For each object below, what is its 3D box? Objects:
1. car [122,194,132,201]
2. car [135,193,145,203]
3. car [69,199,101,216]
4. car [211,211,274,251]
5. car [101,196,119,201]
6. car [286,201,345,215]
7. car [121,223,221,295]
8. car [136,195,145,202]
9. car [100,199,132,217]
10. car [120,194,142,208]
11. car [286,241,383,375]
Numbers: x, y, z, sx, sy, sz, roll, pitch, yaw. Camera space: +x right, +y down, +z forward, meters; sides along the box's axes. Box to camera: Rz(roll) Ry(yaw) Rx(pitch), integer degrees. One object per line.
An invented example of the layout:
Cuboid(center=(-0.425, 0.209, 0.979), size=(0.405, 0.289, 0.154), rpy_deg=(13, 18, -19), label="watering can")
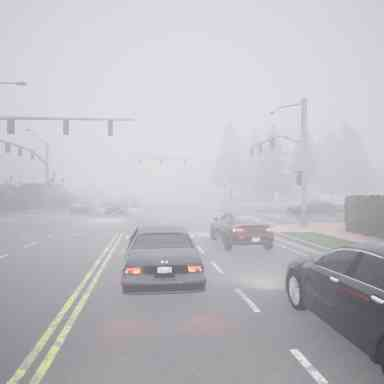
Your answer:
Cuboid(center=(-15.747, 1.341, 80.413), size=(2.097, 1.767, 4.553), rpy_deg=(0, 0, -6), label="car")
Cuboid(center=(-10.621, 1.526, 65.449), size=(1.812, 1.442, 4.674), rpy_deg=(0, 0, -6), label="car")
Cuboid(center=(-10.820, 1.477, 33.281), size=(1.882, 1.535, 5.008), rpy_deg=(0, 0, -5), label="car")
Cuboid(center=(2.005, 1.526, 14.158), size=(1.812, 1.442, 4.674), rpy_deg=(0, 0, -7), label="car")
Cuboid(center=(-12.438, 1.563, 49.270), size=(1.994, 1.385, 4.181), rpy_deg=(0, 0, -6), label="car")
Cuboid(center=(12.062, 1.547, 32.511), size=(5.357, 1.411, 2.033), rpy_deg=(0, 0, -5), label="car")
Cuboid(center=(-0.838, 1.547, 8.896), size=(2.033, 1.411, 5.357), rpy_deg=(0, 0, -7), label="car")
Cuboid(center=(-12.000, 1.472, 78.342), size=(1.882, 1.535, 5.008), rpy_deg=(0, 0, -6), label="car")
Cuboid(center=(-7.200, 1.601, 32.060), size=(1.895, 1.301, 4.718), rpy_deg=(0, 0, -5), label="car")
Cuboid(center=(-8.834, 1.491, 48.492), size=(2.128, 1.511, 4.902), rpy_deg=(0, 0, -6), label="car")
Cuboid(center=(2.980, 1.505, 4.964), size=(1.837, 1.490, 4.892), rpy_deg=(0, 0, -5), label="car")
